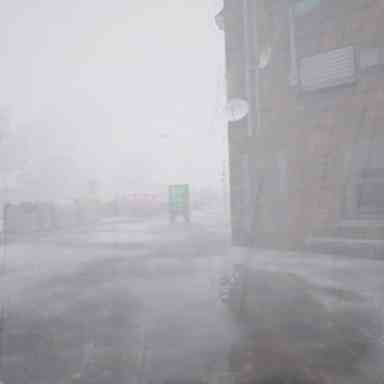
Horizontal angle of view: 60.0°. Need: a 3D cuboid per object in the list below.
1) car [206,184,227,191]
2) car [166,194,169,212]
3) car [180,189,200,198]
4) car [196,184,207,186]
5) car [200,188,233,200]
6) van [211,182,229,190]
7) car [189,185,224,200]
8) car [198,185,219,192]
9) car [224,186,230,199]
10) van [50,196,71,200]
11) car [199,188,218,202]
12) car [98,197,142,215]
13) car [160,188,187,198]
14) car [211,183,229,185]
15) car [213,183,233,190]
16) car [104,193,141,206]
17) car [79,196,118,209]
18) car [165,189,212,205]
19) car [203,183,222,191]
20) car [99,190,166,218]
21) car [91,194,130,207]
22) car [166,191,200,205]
[{"bbox_3d":[6.365,-1.223,87.729,5.008,1.535,2.097,-2,2,24],"label":"car"},{"bbox_3d":[-4.385,1.351,32.114,5.008,1.535,2.097,-2,2,24],"label":"car"},{"bbox_3d":[-0.289,0.205,60.815,1.994,1.385,4.181,-2,2,24],"label":"car"},{"bbox_3d":[-0.304,-0.547,72.499,5.566,2.045,2.435,-2,2,24],"label":"car"},{"bbox_3d":[3.760,0.280,50.857,4.674,1.452,2.002,-2,2,24],"label":"car"},{"bbox_3d":[7.616,-1.615,90.349,4.442,1.987,1.878,-2,2,24],"label":"van"},{"bbox_3d":[1.442,0.440,45.456,4.553,1.767,2.185,-2,2,24],"label":"car"},{"bbox_3d":[4.190,-0.879,82.730,4.674,1.452,2.002,-2,2,24],"label":"car"},{"bbox_3d":[2.618,0.432,48.153,4.792,1.488,2.163,-2,2,24],"label":"car"},{"bbox_3d":[-14.629,1.487,39.192,4.442,1.987,1.878,-2,2,24],"label":"van"},{"bbox_3d":[0.306,0.724,42.896,4.892,1.521,2.231,-2,2,24],"label":"car"},{"bbox_3d":[-7.678,1.434,35.985,2.128,1.511,4.902,-2,2,23],"label":"car"},{"bbox_3d":[-3.572,0.197,64.811,4.792,1.488,2.163,-2,2,24],"label":"car"},{"bbox_3d":[6.113,-0.218,56.358,4.553,1.767,2.185,-2,2,24],"label":"car"},{"bbox_3d":[8.629,-1.539,92.964,4.892,1.521,2.231,-2,2,24],"label":"car"},{"bbox_3d":[-10.280,1.103,49.479,4.892,1.521,2.231,-2,2,24],"label":"car"},{"bbox_3d":[-12.499,1.452,44.362,4.674,1.452,2.002,-2,2,24],"label":"car"},{"bbox_3d":[-0.750,0.884,40.019,5.366,1.575,1.946,-2,2,24],"label":"car"},{"bbox_3d":[5.262,-1.198,85.294,4.553,1.767,2.185,-2,2,24],"label":"car"},{"bbox_3d":[-5.604,1.218,29.424,5.566,2.045,2.435,-2,1,24],"label":"car"},{"bbox_3d":[-11.430,1.265,46.802,4.892,1.521,2.231,-2,2,24],"label":"car"},{"bbox_3d":[-2.259,1.061,37.476,5.366,1.575,1.946,-2,2,24],"label":"car"}]
